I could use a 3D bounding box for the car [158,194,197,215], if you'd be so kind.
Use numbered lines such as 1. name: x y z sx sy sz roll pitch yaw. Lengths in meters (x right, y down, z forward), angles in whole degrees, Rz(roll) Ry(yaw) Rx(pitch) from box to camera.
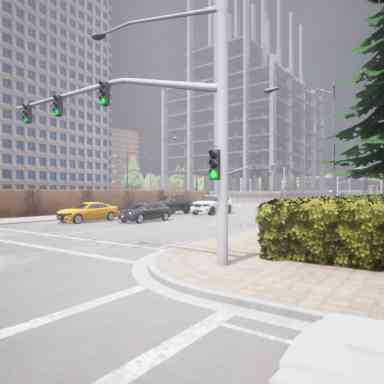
1. car: -2.227 1.277 33.834 2.150 2.045 5.566 0 0 35

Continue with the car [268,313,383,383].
1. car: 2.828 1.601 1.951 4.718 1.301 1.895 0 0 36

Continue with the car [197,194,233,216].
1. car: 2.118 1.277 33.884 2.150 2.045 5.566 0 0 36

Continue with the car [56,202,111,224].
1. car: -7.993 1.533 25.743 1.882 1.535 5.008 0 0 35

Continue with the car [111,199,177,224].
1. car: -3.605 1.560 25.872 1.837 1.490 4.892 0 0 35
